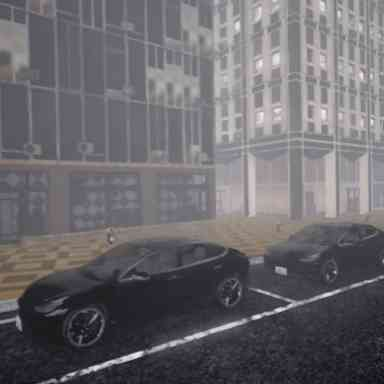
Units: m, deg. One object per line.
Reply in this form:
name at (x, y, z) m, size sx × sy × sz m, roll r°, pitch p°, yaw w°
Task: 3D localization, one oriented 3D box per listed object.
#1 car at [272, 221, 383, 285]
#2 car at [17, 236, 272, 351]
car at (3.936, 1.525, 9.336) m, size 4.313 × 1.339 × 1.947 m, roll 0°, pitch -1°, yaw -35°
car at (-0.784, 1.553, 6.182) m, size 4.313 × 1.339 × 1.947 m, roll 0°, pitch -1°, yaw -35°
